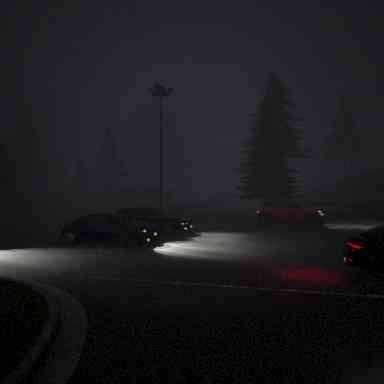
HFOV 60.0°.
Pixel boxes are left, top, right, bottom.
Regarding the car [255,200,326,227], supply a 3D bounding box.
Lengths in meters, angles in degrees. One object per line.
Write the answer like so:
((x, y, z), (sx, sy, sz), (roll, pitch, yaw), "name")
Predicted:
((6.641, 1.359, 22.617), (4.553, 1.767, 2.097), (0, 0, 14), "car")

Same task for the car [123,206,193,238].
((-2.385, 1.507, 17.595), (4.892, 1.490, 1.837), (0, 0, 14), "car")

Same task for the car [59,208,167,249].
((-3.469, 1.565, 14.257), (4.181, 1.385, 1.994), (0, 0, 14), "car")

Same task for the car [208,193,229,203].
((5.553, 1.234, 69.558), (2.150, 2.045, 5.566), (0, 0, -33), "car")

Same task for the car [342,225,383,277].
((6.416, 1.510, 8.269), (4.892, 1.490, 1.837), (-1, 0, 14), "car")
